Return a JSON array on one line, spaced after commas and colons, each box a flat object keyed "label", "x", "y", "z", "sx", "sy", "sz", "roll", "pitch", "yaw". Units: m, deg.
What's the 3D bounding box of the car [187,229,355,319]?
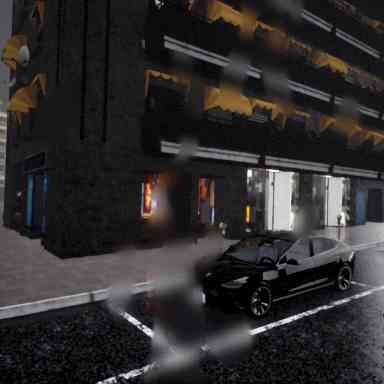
[{"label": "car", "x": 1.928, "y": 1.570, "z": 7.441, "sx": 4.313, "sy": 1.339, "sz": 1.947, "roll": 0, "pitch": 2, "yaw": -35}]
